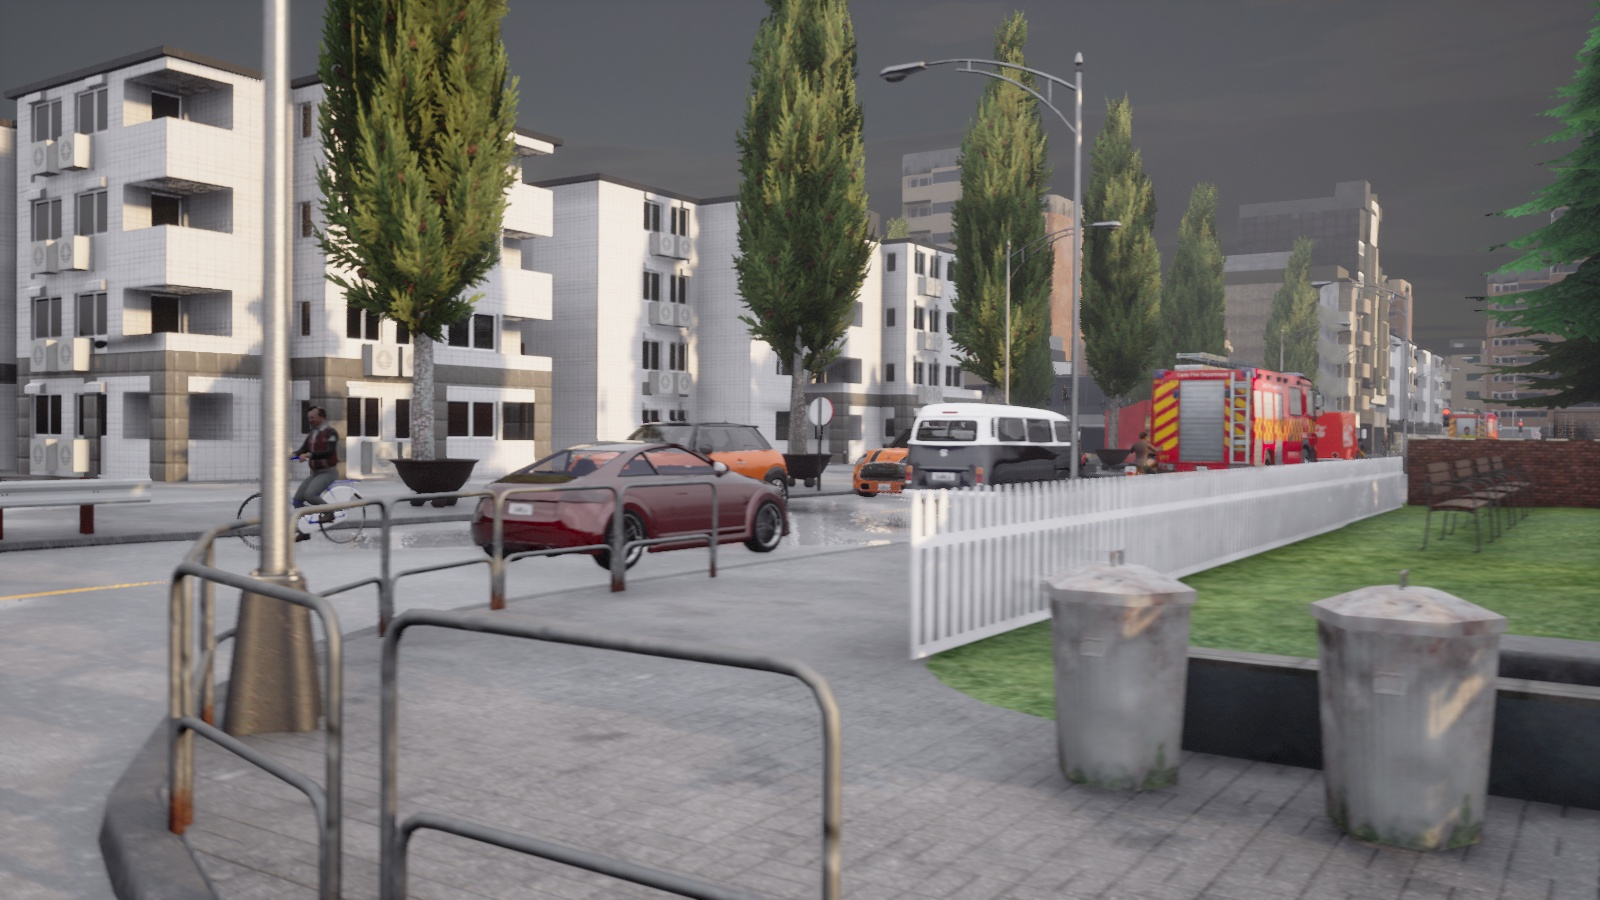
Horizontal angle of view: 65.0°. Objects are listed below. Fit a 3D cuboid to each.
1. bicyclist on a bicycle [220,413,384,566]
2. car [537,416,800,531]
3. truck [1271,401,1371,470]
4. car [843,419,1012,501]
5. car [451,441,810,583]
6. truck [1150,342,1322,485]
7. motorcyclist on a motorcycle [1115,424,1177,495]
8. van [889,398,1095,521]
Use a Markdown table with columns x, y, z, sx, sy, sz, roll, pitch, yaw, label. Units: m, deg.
| x | y | z | sx | sy | sz | roll | pitch | yaw | label |
| --- | --- | --- | --- | --- | --- | --- | --- | --- | --- |
| -6.152 | 0.451 | 15.608 | 0.659 | 1.776 | 1.843 | 0 | 1 | 33 | bicyclist on a bicycle |
| -2.135 | 0.324 | 21.735 | 2.097 | 1.767 | 4.553 | 0 | 1 | 33 | car |
| 19.909 | -0.556 | 47.843 | 2.627 | 2.467 | 5.204 | 0 | 1 | 33 | truck |
| 3.110 | 0.174 | 29.677 | 2.097 | 1.767 | 4.553 | 0 | 1 | 33 | car |
| -1.835 | 0.616 | 14.938 | 1.994 | 1.385 | 4.181 | 0 | 1 | 32 | car |
| 13.367 | -1.047 | 37.950 | 2.891 | 3.827 | 8.468 | 0 | 1 | 33 | truck |
| 8.415 | 0.210 | 30.451 | 0.766 | 1.649 | 2.350 | 0 | 1 | 33 | motorcyclist on a motorcycle |
| 3.672 | 0.118 | 23.270 | 2.069 | 2.038 | 4.480 | 0 | 1 | 33 | van |
